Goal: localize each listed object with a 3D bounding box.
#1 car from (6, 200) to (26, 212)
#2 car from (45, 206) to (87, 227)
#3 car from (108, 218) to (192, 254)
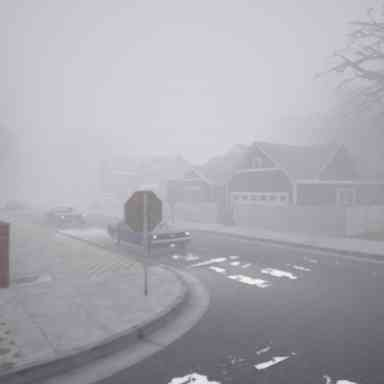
[{"bbox_3d":[-22.954,1.726,43.243,2.033,1.411,5.357,-1,0,-36],"label":"car"},{"bbox_3d":[-9.442,1.759,24.713,1.895,1.301,4.718,-1,0,-36],"label":"car"},{"bbox_3d":[-1.976,1.732,14.477,1.895,1.301,4.718,-1,0,-34],"label":"car"}]
